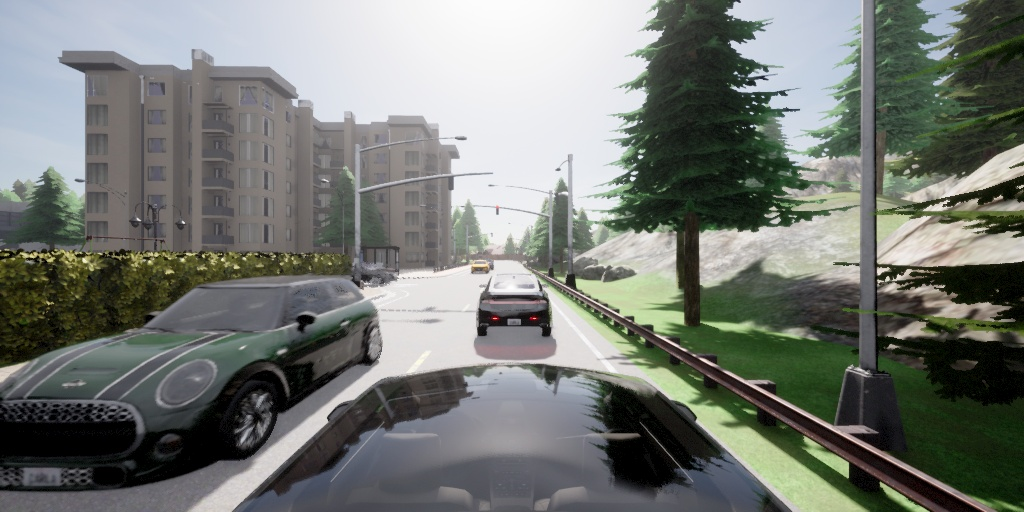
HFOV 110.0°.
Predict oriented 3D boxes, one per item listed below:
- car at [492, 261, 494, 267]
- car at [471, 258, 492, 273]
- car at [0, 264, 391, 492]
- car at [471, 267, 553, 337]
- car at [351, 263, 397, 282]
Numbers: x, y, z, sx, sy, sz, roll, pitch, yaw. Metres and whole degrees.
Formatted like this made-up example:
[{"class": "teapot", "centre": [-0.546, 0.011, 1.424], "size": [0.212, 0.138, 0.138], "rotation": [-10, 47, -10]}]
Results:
[{"class": "car", "centre": [-3.707, 1.102, 51.932], "size": [2.097, 1.767, 4.553], "rotation": [0, 0, 0]}, {"class": "car", "centre": [-3.693, 1.227, 42.321], "size": [1.882, 1.535, 5.008], "rotation": [0, 0, 0]}, {"class": "car", "centre": [-3.574, 1.102, 4.997], "size": [2.097, 1.767, 4.553], "rotation": [0, 0, 1]}, {"class": "car", "centre": [0.058, 1.242, 10.331], "size": [2.128, 1.511, 4.902], "rotation": [0, 0, 0]}, {"class": "car", "centre": [-10.339, 1.227, 24.357], "size": [4.902, 1.511, 2.128], "rotation": [0, 0, 0]}]
